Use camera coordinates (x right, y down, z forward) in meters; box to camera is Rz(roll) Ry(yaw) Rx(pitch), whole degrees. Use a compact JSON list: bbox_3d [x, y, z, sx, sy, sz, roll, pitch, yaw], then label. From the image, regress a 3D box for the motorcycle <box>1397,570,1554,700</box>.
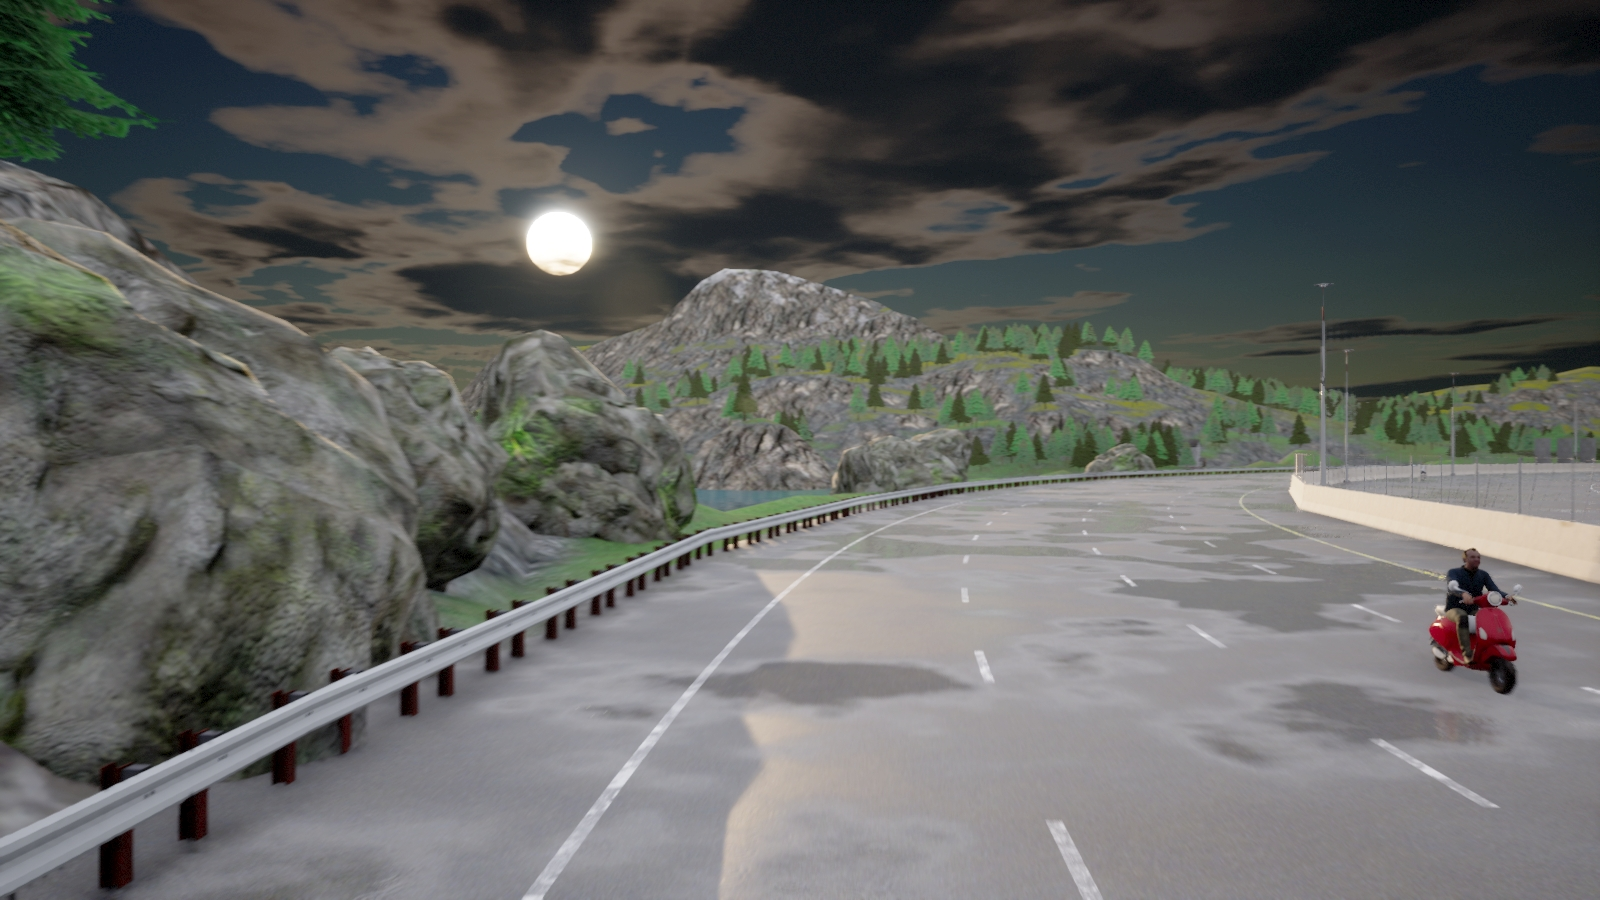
[{"bbox_3d":[8.143,2.196,13.874,0.856,1.236,1.805,3,0,3],"label":"motorcycle"}]
